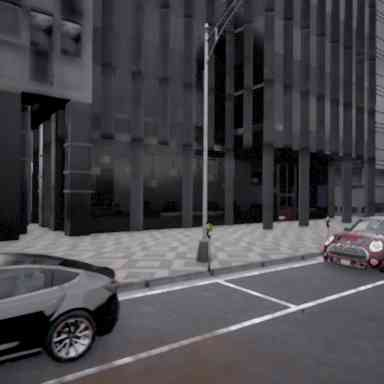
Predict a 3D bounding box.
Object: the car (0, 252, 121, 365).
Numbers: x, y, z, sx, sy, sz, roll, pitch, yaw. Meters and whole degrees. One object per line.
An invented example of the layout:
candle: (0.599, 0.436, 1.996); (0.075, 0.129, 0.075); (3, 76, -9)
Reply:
car: (-3.075, 1.564, 4.337); (4.313, 1.339, 1.947); (1, 0, -35)

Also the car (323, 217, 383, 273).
car: (6.109, 1.548, 10.885); (4.097, 1.590, 1.967); (1, 0, -35)
